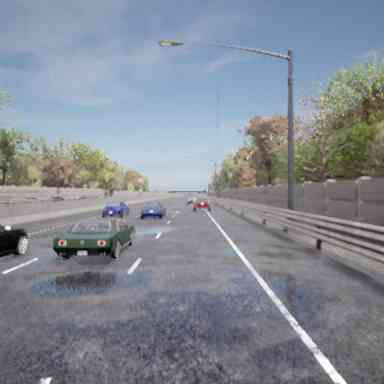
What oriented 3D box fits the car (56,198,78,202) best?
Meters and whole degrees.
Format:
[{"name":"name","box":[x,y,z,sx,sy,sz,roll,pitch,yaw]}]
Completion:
[{"name":"car","box":[-21.019,1.673,57.652,2.033,1.411,5.357,0,0,1]}]

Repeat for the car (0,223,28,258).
[{"name":"car","box":[-6.897,1.493,10.154,1.882,1.535,5.008,0,0,0]}]

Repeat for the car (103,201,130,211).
[{"name":"car","box":[-6.893,1.573,30.517,1.812,1.442,4.674,0,0,0]}]

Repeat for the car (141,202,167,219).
[{"name":"car","box":[-3.392,1.611,29.981,1.994,1.385,4.181,0,0,0]}]

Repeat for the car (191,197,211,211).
[{"name":"car","box":[1.230,1.427,41.163,2.097,1.767,4.553,0,0,0]}]

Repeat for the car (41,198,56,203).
[{"name":"car","box":[-24.506,1.675,58.189,2.033,1.411,5.357,0,0,0]}]

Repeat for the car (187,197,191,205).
[{"name":"car","box":[0.009,1.733,59.991,1.895,1.301,4.718,0,0,0]}]

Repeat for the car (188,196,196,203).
[{"name":"car","box":[0.012,1.684,75.361,1.895,1.301,4.718,0,0,0]}]

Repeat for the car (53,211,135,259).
[{"name":"car","box":[-3.397,1.620,12.561,1.895,1.301,4.718,0,0,0]}]

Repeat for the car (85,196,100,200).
[{"name":"car","box":[-17.527,1.480,58.539,2.097,1.767,4.553,0,0,1]}]
